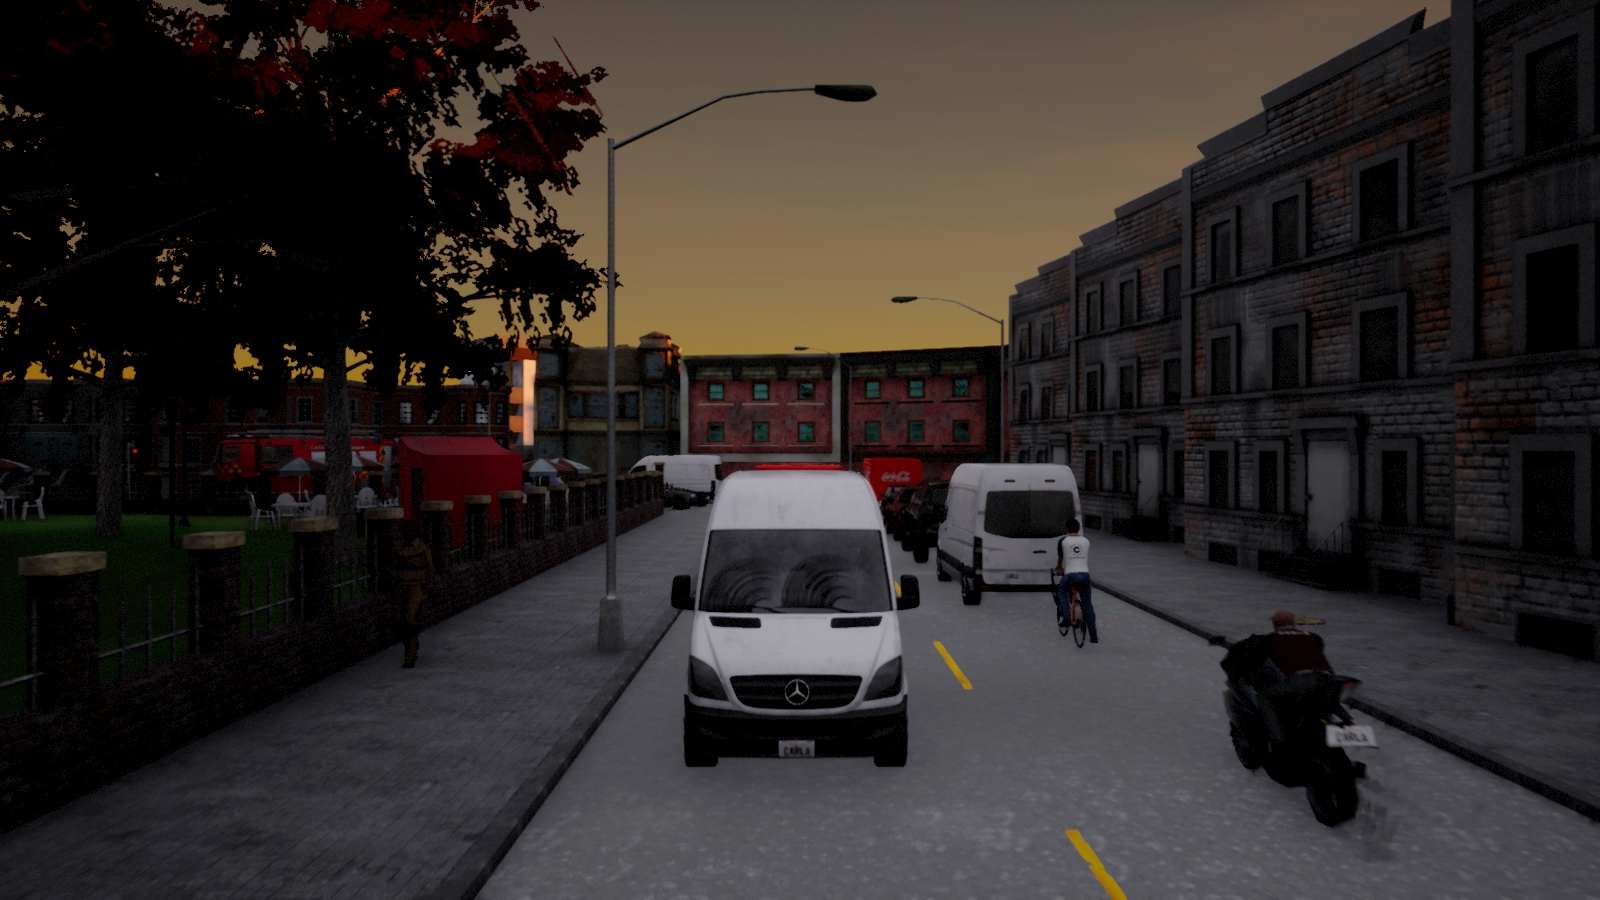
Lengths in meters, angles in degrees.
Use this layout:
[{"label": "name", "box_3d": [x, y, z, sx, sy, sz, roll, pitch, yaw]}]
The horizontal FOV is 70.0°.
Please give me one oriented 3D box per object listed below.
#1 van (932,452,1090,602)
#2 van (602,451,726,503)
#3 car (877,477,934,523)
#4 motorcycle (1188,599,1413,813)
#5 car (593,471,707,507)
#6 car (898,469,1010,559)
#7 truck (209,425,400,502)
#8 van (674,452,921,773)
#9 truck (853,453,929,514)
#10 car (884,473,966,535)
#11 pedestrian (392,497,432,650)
[{"label": "van", "box_3d": [3.953, 1.314, 22.480, 1.988, 2.561, 5.915, 0, 0, 0]}, {"label": "van", "box_3d": [-6.851, 1.315, 57.830, 5.915, 2.561, 1.988, 0, 0, 10]}, {"label": "car", "box_3d": [3.881, 1.806, 42.497, 1.789, 1.549, 3.705, 0, 0, 0]}, {"label": "motorcycle", "box_3d": [3.980, 1.985, 9.330, 0.867, 1.251, 2.209, 0, 0, 0]}, {"label": "car", "box_3d": [-7.010, 1.817, 53.755, 4.974, 1.542, 2.038, 0, 0, 4]}, {"label": "car", "box_3d": [3.890, 1.559, 29.903, 2.150, 2.045, 5.566, 0, 0, 0]}, {"label": "truck", "box_3d": [-25.000, 0.670, 57.938, 8.468, 3.827, 2.891, 0, 0, -1]}, {"label": "van", "box_3d": [-0.037, 1.314, 12.162, 1.988, 2.561, 5.915, 0, 0, 0]}, {"label": "truck", "box_3d": [3.807, 1.349, 48.865, 2.627, 2.467, 5.204, 0, 0, -2]}, {"label": "car", "box_3d": [3.935, 1.685, 36.699, 2.097, 1.767, 4.553, 0, 0, 0]}, {"label": "pedestrian", "box_3d": [-4.812, 1.525, 14.181, 0.375, 1.860, 0.375, 0, 0, 0]}]
